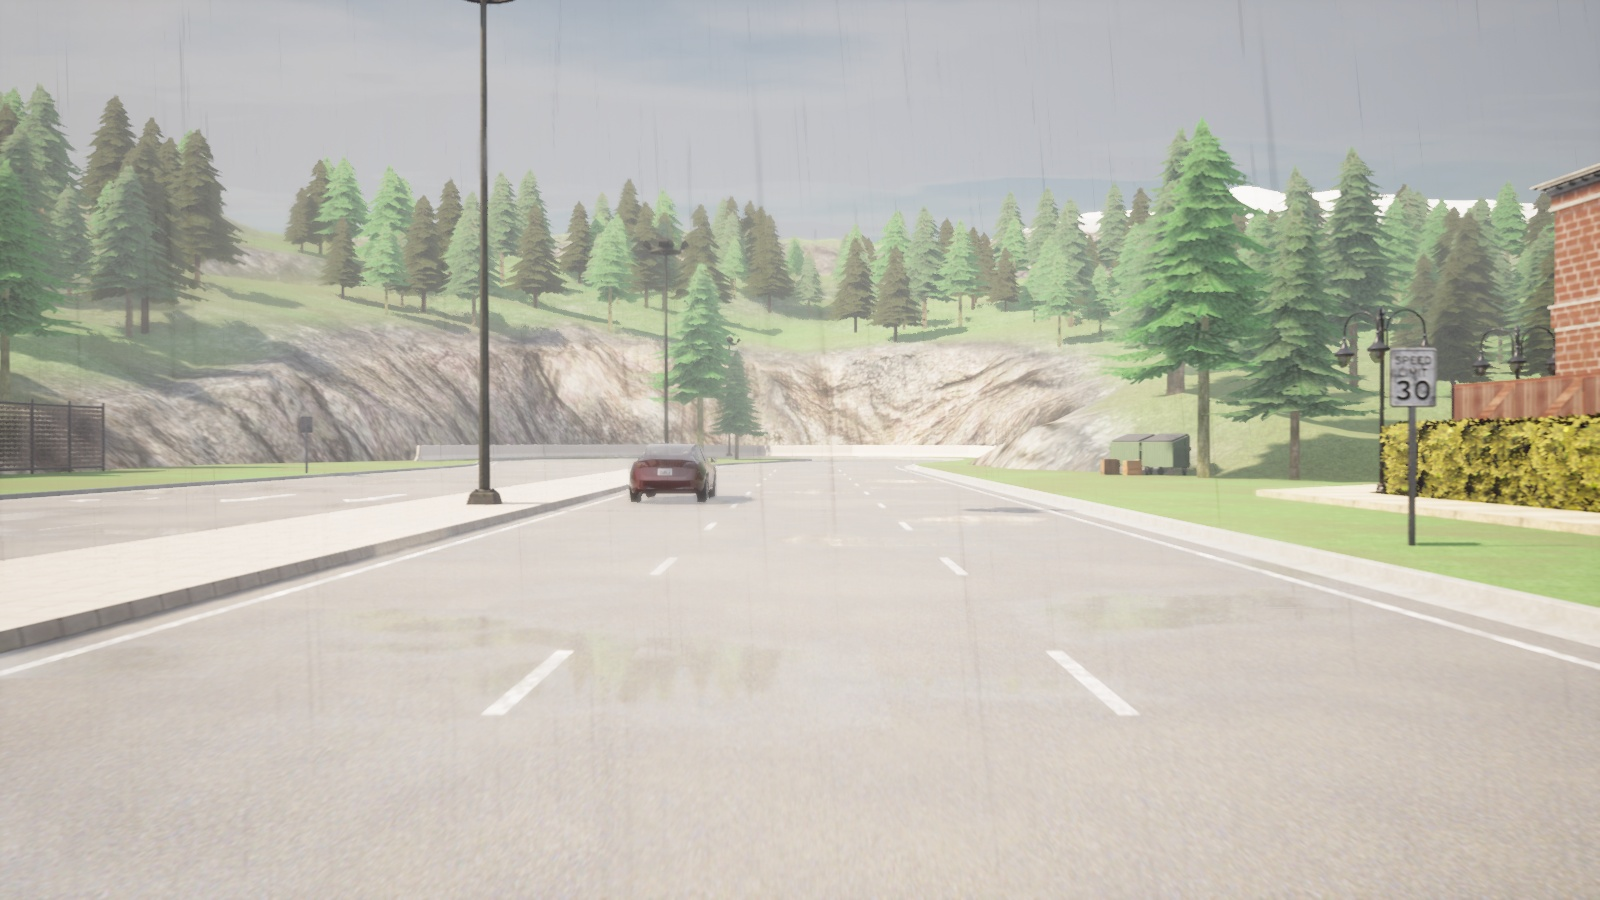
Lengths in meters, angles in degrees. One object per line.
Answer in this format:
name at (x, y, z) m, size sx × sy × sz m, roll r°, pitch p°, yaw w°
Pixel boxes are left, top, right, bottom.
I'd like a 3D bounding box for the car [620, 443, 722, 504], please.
car at (-3.297, 0.557, 33.111) m, size 2.163 × 1.488 × 4.792 m, roll 0°, pitch 0°, yaw 0°
